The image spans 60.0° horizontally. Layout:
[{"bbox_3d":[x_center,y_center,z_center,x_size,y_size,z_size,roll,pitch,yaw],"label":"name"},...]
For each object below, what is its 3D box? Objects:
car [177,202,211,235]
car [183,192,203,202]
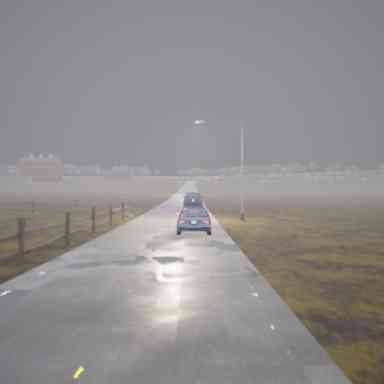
[{"bbox_3d":[0.109,1.526,18.822,2.033,1.411,5.357,0,0,0],"label":"car"},{"bbox_3d":[0.110,0.980,38.794,2.150,2.045,5.566,0,1,0],"label":"car"}]
